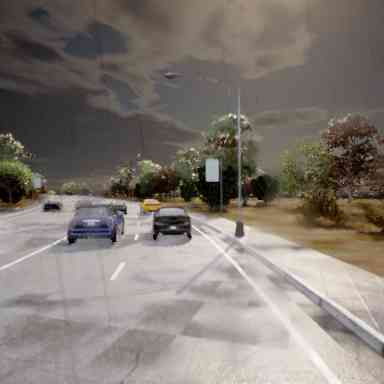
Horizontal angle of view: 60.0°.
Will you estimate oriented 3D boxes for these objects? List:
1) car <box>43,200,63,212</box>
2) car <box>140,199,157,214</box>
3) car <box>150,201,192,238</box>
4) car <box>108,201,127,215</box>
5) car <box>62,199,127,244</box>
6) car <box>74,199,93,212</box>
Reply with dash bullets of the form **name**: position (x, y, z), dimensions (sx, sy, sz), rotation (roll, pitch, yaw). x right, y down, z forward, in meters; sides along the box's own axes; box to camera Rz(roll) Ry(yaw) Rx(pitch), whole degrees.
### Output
- **car**: position (-16.672, 1.643, 40.075), dimensions (1.895, 1.301, 4.718), rotation (0, 0, -16)
- **car**: position (-4.491, 1.507, 35.798), dimensions (1.882, 1.535, 5.008), rotation (0, 0, -14)
- **car**: position (-1.145, 1.490, 17.725), dimensions (1.882, 1.535, 5.008), rotation (0, 0, -6)
- **car**: position (-7.934, 1.634, 35.240), dimensions (1.895, 1.301, 4.718), rotation (0, 0, -14)
- **car**: position (-4.509, 1.370, 16.252), dimensions (2.097, 1.767, 4.553), rotation (0, 0, -6)
- **car**: position (-13.171, 1.604, 40.494), dimensions (1.994, 1.385, 4.181), rotation (0, 0, -16)
